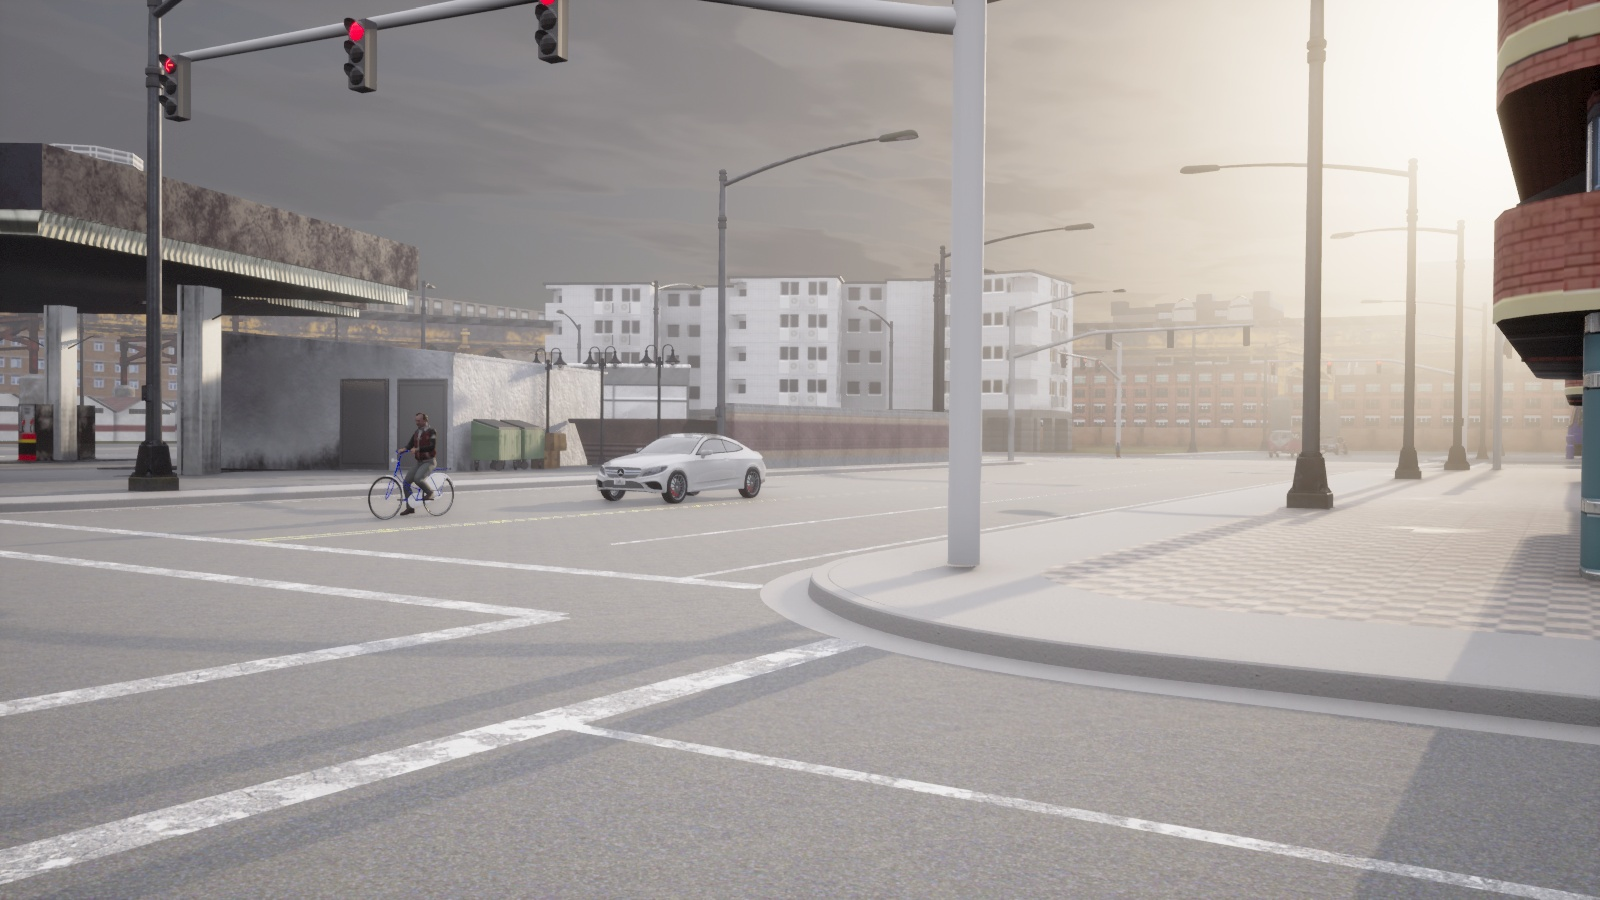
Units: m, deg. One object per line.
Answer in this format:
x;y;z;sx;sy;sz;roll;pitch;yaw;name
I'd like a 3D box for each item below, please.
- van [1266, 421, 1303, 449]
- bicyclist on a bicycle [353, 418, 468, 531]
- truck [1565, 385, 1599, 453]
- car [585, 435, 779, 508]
35.150;-1.077;91.048;1.775;1.987;4.442;0;1;31;van
-6.427;0.376;20.823;0.659;1.776;1.843;0;1;31;bicyclist on a bicycle
43.929;-1.665;64.401;7.936;3.462;2.891;-1;0;32;truck
-2.468;0.404;27.508;1.812;1.442;4.674;0;1;31;car
